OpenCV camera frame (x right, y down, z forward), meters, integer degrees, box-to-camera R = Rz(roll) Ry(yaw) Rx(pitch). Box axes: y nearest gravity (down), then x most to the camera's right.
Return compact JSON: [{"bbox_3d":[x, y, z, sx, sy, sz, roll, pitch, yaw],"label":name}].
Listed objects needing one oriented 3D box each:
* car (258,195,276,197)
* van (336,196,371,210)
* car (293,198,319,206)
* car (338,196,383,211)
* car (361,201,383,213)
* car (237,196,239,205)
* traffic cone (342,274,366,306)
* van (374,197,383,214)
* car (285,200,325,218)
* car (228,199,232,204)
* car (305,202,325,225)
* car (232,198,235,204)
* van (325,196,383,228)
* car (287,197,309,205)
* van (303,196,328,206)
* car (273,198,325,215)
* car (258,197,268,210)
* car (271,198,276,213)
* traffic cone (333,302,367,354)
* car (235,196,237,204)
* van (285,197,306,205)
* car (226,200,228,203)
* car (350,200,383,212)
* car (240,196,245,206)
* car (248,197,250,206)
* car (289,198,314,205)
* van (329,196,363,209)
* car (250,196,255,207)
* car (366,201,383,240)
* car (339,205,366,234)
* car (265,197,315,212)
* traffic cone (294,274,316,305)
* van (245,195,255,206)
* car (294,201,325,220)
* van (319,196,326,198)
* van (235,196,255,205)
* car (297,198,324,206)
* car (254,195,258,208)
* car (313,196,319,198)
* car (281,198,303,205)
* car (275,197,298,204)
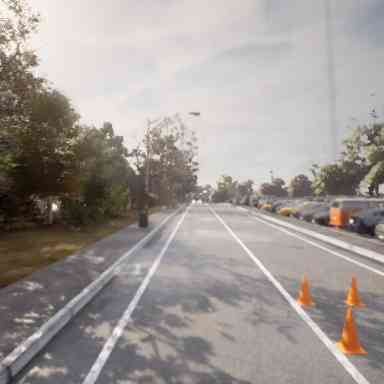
[{"bbox_3d":[11.286,1.580,42.791,4.553,1.767,2.185,0,0,1],"label":"car"},{"bbox_3d":[24.669,1.627,50.855,4.442,1.987,1.878,0,0,1],"label":"van"},{"bbox_3d":[24.958,2.191,72.866,5.008,1.535,2.097,0,-1,1],"label":"car"},{"bbox_3d":[24.472,1.589,48.088,5.566,2.045,2.435,0,0,1],"label":"car"},{"bbox_3d":[24.388,1.857,42.421,4.674,1.452,2.002,0,0,1],"label":"car"},{"bbox_3d":[11.736,1.955,64.973,4.674,1.452,2.002,0,-1,1],"label":"car"},{"bbox_3d":[3.318,1.992,6.826,0.340,0.580,0.340,1,0,1],"label":"traffic cone"},{"bbox_3d":[24.460,1.582,39.777,4.442,1.987,1.878,0,0,1],"label":"van"},{"bbox_3d":[11.025,1.678,28.912,4.792,1.488,2.163,0,0,1],"label":"car"},{"bbox_3d":[12.074,2.281,81.623,4.792,1.488,2.163,0,-1,1],"label":"car"},{"bbox_3d":[10.921,1.655,23.360,4.792,1.488,2.163,0,0,1],"label":"car"},{"bbox_3d":[11.895,2.083,73.299,5.008,1.535,2.097,0,-1,1],"label":"car"},{"bbox_3d":[11.016,1.390,20.583,4.442,1.987,1.878,0,0,1],"label":"van"},{"bbox_3d":[25.036,2.178,78.408,4.553,1.767,2.185,0,-1,1],"label":"car"},{"bbox_3d":[24.978,1.855,67.330,4.442,1.987,1.878,0,-1,1],"label":"van"},{"bbox_3d":[10.922,1.656,31.691,5.366,1.575,1.946,0,0,1],"label":"car"},{"bbox_3d":[11.079,1.690,40.017,5.366,1.575,1.946,0,0,1],"label":"car"},{"bbox_3d":[11.166,1.673,34.462,4.892,1.521,2.231,0,0,1],"label":"car"},{"bbox_3d":[2.296,1.981,4.838,0.340,0.580,0.340,1,0,1],"label":"traffic cone"},{"bbox_3d":[11.755,2.001,67.750,4.792,1.488,2.163,0,-1,1],"label":"car"},{"bbox_3d":[25.237,2.134,81.176,4.442,1.987,1.878,0,-1,1],"label":"van"},{"bbox_3d":[12.071,2.056,84.405,5.566,2.045,2.435,0,-1,1],"label":"car"},{"bbox_3d":[24.438,1.829,45.192,5.008,1.535,2.097,0,0,1],"label":"car"},{"bbox_3d":[11.608,1.512,56.669,5.566,2.045,2.435,0,0,1],"label":"car"},{"bbox_3d":[11.476,1.780,51.116,4.674,1.452,2.002,0,0,1],"label":"car"},{"bbox_3d":[25.012,2.250,75.760,5.008,1.535,2.097,0,-1,1],"label":"car"},{"bbox_3d":[24.718,1.638,53.500,4.442,1.987,1.878,0,0,1],"label":"van"},{"bbox_3d":[11.415,1.728,48.341,5.008,1.535,2.097,0,0,1],"label":"car"},{"bbox_3d":[10.825,1.469,15.035,4.553,1.767,2.185,0,0,1],"label":"car"},{"bbox_3d":[10.874,1.633,17.807,4.792,1.488,2.163,0,0,1],"label":"car"},{"bbox_3d":[11.205,1.684,37.238,4.892,1.521,2.231,0,0,1],"label":"car"},{"bbox_3d":[2.321,1.983,6.838,0.340,0.580,0.340,1,0,1],"label":"traffic cone"},{"bbox_3d":[11.411,1.524,53.895,4.442,1.987,1.878,0,0,1],"label":"van"},{"bbox_3d":[10.973,1.667,26.136,4.792,1.488,2.163,0,0,1],"label":"car"},{"bbox_3d":[24.540,1.648,56.407,4.442,1.987,1.878,0,-1,1],"label":"van"},{"bbox_3d":[12.060,1.914,76.077,4.442,1.987,1.878,0,-1,1],"label":"van"},{"bbox_3d":[24.905,2.137,70.096,4.892,1.521,2.231,0,-1,1],"label":"car"},{"bbox_3d":[11.338,1.591,45.566,4.553,1.767,2.185,0,0,1],"label":"car"},{"bbox_3d":[24.709,1.912,59.021,5.008,1.535,2.097,0,-1,1],"label":"car"},{"bbox_3d":[25.164,2.416,83.943,4.892,1.521,2.231,0,-1,1],"label":"car"},{"bbox_3d":[25.304,2.284,89.482,5.566,2.045,2.435,0,-2,1],"label":"car"}]
